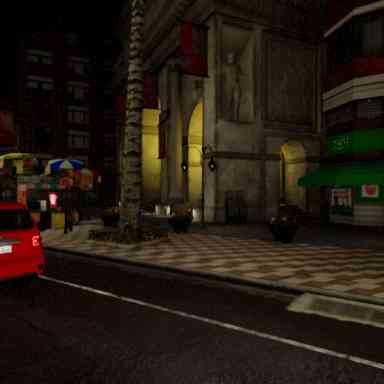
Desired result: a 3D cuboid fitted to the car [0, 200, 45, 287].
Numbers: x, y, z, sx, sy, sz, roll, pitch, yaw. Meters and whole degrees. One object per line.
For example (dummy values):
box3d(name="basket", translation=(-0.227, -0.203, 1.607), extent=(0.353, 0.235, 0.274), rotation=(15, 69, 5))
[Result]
box3d(name="car", translation=(-5.856, 1.220, 8.059), extent=(5.566, 2.045, 2.150), rotation=(0, 0, 36))
